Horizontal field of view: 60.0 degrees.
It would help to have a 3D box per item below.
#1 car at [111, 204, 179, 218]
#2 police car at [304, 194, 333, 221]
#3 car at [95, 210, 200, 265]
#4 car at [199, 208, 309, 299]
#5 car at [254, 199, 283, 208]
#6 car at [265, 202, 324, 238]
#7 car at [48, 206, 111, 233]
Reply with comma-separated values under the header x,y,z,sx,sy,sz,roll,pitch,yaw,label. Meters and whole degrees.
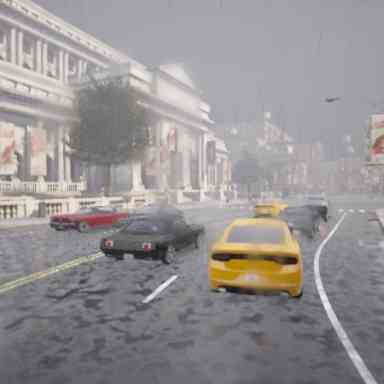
x,y,z,sx,sy,sz,roll,pitch,yaw,label
-2.055,1.395,18.298,1.812,1.442,4.674,0,0,27,car
9.448,1.237,25.311,1.930,1.638,5.238,0,0,27,police car
-1.036,1.517,11.507,1.895,1.301,4.718,0,0,20,car
1.731,1.414,8.517,1.882,1.535,5.008,0,1,15,car
6.515,1.279,27.041,1.882,1.535,5.008,0,0,27,car
5.355,1.438,17.000,1.994,1.385,4.181,0,0,26,car
-5.674,1.468,18.838,1.895,1.301,4.718,0,0,26,car
